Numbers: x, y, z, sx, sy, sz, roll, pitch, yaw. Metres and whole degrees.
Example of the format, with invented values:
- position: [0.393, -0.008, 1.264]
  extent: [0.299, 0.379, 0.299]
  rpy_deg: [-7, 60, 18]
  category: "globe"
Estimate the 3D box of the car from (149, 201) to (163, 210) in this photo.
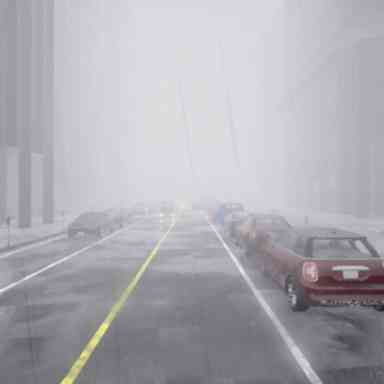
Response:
- position: [-5.684, 2.152, 53.091]
  extent: [1.802, 1.307, 4.206]
  rpy_deg: [0, -1, 0]
  category: "car"

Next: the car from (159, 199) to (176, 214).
- position: [-3.098, 1.966, 42.828]
  extent: [1.837, 1.490, 4.892]
  rpy_deg: [0, -1, 0]
  category: "car"

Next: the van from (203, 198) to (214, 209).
- position: [2.839, 1.972, 58.746]
  extent: [1.690, 1.788, 3.998]
  rpy_deg: [0, -1, 0]
  category: "van"

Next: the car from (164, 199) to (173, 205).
- position: [-5.688, 2.448, 81.335]
  extent: [1.802, 1.307, 4.206]
  rpy_deg: [0, -1, 0]
  category: "car"

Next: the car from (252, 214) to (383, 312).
- position: [2.849, 1.526, 7.912]
  extent: [1.967, 1.590, 4.097]
  rpy_deg: [0, -1, 0]
  category: "car"

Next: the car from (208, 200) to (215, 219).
- position: [2.845, 1.767, 30.504]
  extent: [1.967, 1.590, 4.097]
  rpy_deg: [0, -1, 0]
  category: "car"

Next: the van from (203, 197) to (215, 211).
- position: [2.841, 1.850, 47.450]
  extent: [1.690, 1.788, 3.998]
  rpy_deg: [0, -1, 0]
  category: "van"

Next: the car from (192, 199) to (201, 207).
- position: [0.887, 2.211, 65.673]
  extent: [1.837, 1.490, 4.892]
  rpy_deg: [0, -1, 0]
  category: "car"

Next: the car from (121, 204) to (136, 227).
- position: [-5.678, 1.811, 24.849]
  extent: [1.887, 1.381, 4.507]
  rpy_deg: [0, -1, 0]
  category: "car"

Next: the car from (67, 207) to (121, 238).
- position: [-5.677, 1.772, 19.200]
  extent: [1.947, 1.339, 4.313]
  rpy_deg: [0, -1, 0]
  category: "car"

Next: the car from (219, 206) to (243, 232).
- position: [2.848, 1.751, 19.207]
  extent: [1.887, 1.381, 4.507]
  rpy_deg: [0, -1, 0]
  category: "car"

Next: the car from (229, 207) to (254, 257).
- position: [2.848, 1.586, 13.559]
  extent: [1.967, 1.590, 4.097]
  rpy_deg: [0, -1, 0]
  category: "car"

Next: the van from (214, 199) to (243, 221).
- position: [2.846, 1.607, 24.857]
  extent: [1.690, 1.788, 3.998]
  rpy_deg: [0, -1, 0]
  category: "van"

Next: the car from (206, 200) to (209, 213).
- position: [2.845, 1.932, 36.152]
  extent: [1.887, 1.381, 4.507]
  rpy_deg: [0, -1, 0]
  category: "car"

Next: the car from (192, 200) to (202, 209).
- position: [0.888, 2.147, 59.673]
  extent: [1.837, 1.490, 4.892]
  rpy_deg: [0, -1, 0]
  category: "car"

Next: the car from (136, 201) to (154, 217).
- position: [-5.680, 1.938, 36.146]
  extent: [2.008, 1.369, 4.403]
  rpy_deg: [0, -1, 0]
  category: "car"

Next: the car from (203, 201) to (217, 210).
- position: [2.841, 2.115, 53.097]
  extent: [1.887, 1.381, 4.507]
  rpy_deg: [0, -1, 0]
  category: "car"

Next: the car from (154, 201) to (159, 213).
- position: [-5.682, 1.888, 41.796]
  extent: [1.967, 1.590, 4.097]
  rpy_deg: [0, -1, 0]
  category: "car"

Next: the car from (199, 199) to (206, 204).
- position: [2.835, 2.558, 92.635]
  extent: [1.802, 1.307, 4.206]
  rpy_deg: [0, -1, 0]
  category: "car"

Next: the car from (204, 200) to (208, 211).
- position: [2.844, 2.014, 41.800]
  extent: [1.947, 1.339, 4.313]
  rpy_deg: [0, -1, 0]
  category: "car"

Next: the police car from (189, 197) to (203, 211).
- position: [0.889, 1.960, 49.785]
  extent: [1.930, 1.638, 5.238]
  rpy_deg: [0, -1, 0]
  category: "police car"

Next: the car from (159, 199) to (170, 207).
- position: [-5.687, 2.296, 70.038]
  extent: [1.887, 1.381, 4.507]
  rpy_deg: [0, -1, 0]
  category: "car"

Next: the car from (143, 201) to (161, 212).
- position: [-5.683, 2.060, 47.443]
  extent: [2.008, 1.369, 4.403]
  rpy_deg: [0, -1, 0]
  category: "car"

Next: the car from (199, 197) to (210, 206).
- position: [2.836, 2.125, 75.692]
  extent: [2.192, 1.841, 5.009]
  rpy_deg: [0, -1, 0]
  category: "car"

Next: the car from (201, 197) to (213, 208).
- position: [2.838, 2.007, 64.395]
  extent: [2.192, 1.841, 5.009]
  rpy_deg: [0, -1, 0]
  category: "car"
